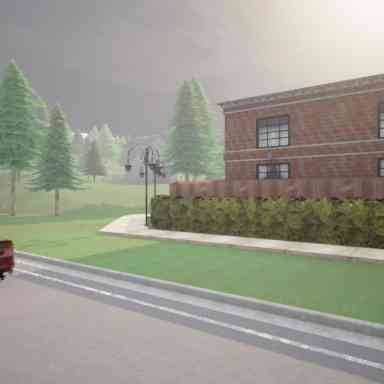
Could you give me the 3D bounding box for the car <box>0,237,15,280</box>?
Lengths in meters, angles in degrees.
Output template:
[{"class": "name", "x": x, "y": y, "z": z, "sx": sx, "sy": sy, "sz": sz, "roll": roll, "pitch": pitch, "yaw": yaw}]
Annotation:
[{"class": "car", "x": -6.616, "y": 1.477, "z": 8.714, "sx": 5.008, "sy": 1.535, "sz": 1.882, "roll": 0, "pitch": 0, "yaw": 36}]
